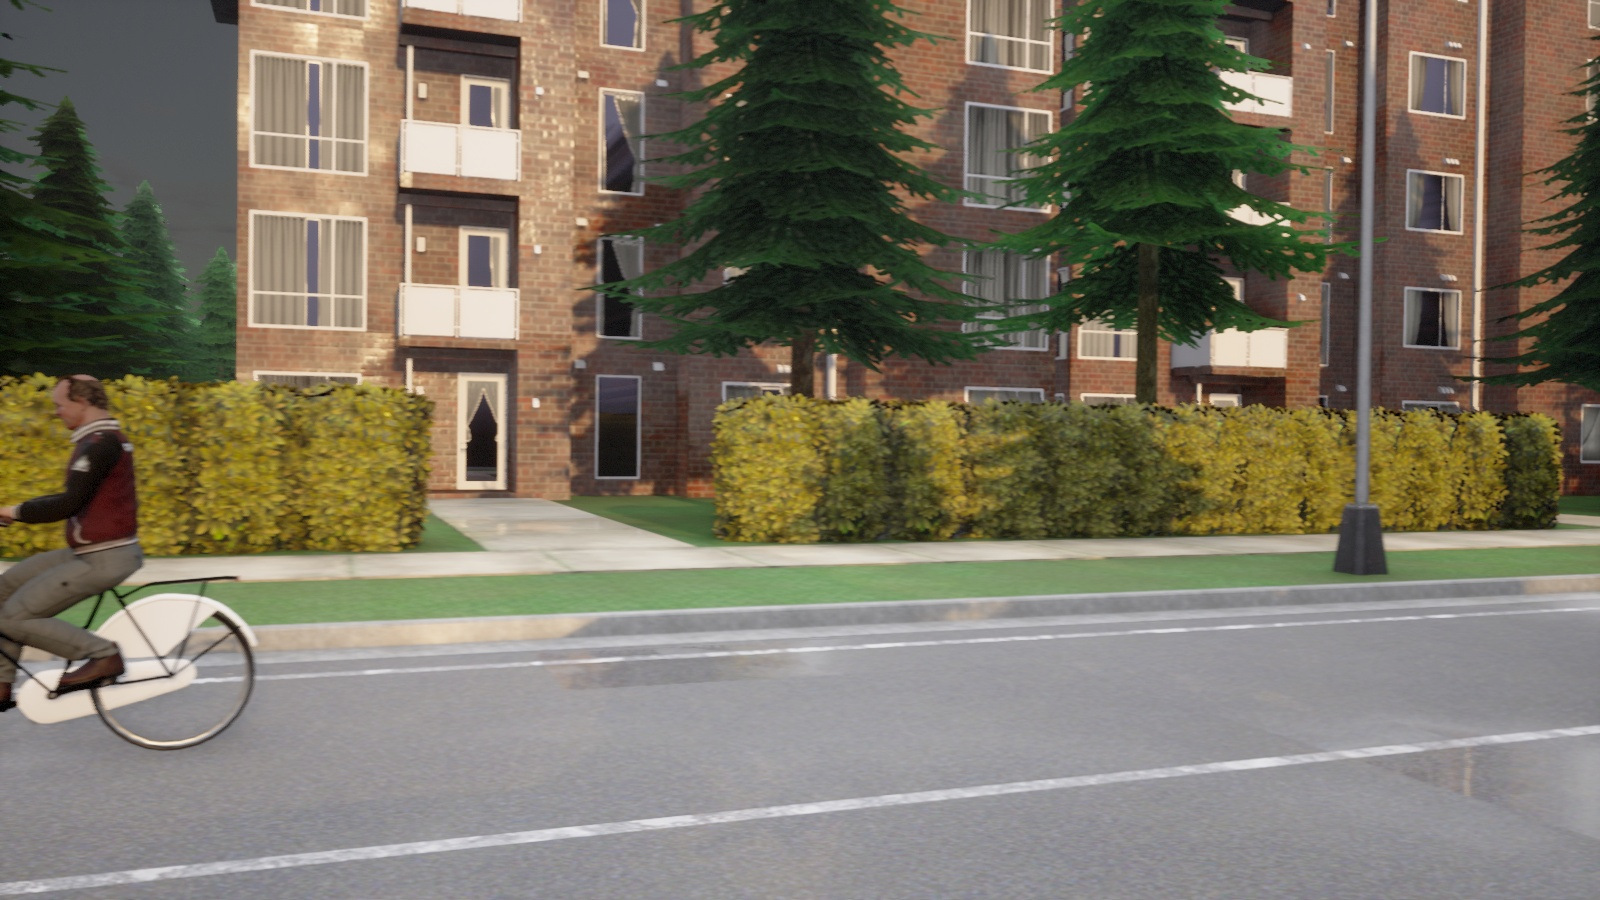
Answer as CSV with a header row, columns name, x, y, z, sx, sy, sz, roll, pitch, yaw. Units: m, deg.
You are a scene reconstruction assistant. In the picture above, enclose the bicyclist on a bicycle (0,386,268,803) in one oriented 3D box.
name,x,y,z,sx,sy,sz,roll,pitch,yaw
bicyclist on a bicycle,-3.429,0.612,5.679,1.843,1.776,0.659,-1,1,-21
